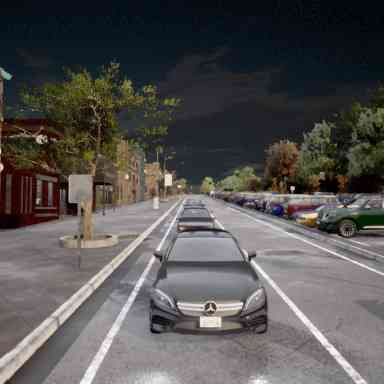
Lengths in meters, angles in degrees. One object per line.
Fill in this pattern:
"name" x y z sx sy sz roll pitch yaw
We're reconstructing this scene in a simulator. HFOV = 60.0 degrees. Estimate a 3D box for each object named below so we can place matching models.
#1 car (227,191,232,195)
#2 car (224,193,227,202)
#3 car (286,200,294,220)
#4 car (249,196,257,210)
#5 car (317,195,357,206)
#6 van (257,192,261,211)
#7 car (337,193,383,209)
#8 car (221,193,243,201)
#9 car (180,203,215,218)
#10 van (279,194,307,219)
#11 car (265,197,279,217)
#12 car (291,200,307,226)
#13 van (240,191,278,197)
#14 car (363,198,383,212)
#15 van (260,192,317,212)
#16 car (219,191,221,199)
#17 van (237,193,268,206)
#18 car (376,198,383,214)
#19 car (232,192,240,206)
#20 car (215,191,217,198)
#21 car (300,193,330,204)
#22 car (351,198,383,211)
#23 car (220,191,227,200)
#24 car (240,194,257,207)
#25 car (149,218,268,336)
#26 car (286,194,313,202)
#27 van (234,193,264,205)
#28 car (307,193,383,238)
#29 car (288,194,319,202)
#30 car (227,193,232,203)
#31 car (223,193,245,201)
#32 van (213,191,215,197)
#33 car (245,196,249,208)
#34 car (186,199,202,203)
"car" 9.001 1.139 59.161 4.553 1.767 2.185 0 1 0
"car" 8.946 1.280 61.966 4.674 1.452 2.002 0 1 0
"car" 9.238 1.506 22.712 4.674 1.452 2.002 0 0 0
"car" 9.162 1.470 36.730 4.792 1.488 2.163 0 0 0
"car" 22.292 1.332 51.385 5.366 1.575 1.946 0 1 0
"van" 9.270 1.222 33.927 4.442 1.987 1.878 0 0 0
"car" 22.139 1.153 43.055 5.566 2.045 2.435 0 0 0
"car" 8.836 1.014 73.177 4.553 1.767 2.185 0 1 0
"car" 0.190 1.532 17.476 2.033 1.411 5.357 0 0 0
"van" 9.332 1.237 25.516 4.442 1.987 1.878 0 0 0
"car" 9.189 1.460 28.318 5.008 1.535 2.097 0 0 0
"car" 9.071 1.466 19.907 5.366 1.575 1.946 0 0 0
"van" 9.188 1.163 45.148 4.442 1.987 1.878 0 0 0
"car" 22.178 1.469 37.499 4.792 1.488 2.163 0 0 0
"van" 9.057 1.230 31.124 4.442 1.987 1.878 0 0 0
"car" 8.880 0.938 67.569 5.566 2.045 2.435 0 1 0
"van" 9.147 1.114 50.752 4.442 1.987 1.878 0 1 0
"car" 22.412 1.444 34.728 5.366 1.575 1.946 0 0 0
"car" 9.023 1.113 47.947 5.566 2.045 2.435 0 1 0
"car" 8.800 1.065 81.587 5.008 1.535 2.097 0 1 0
"car" 22.076 1.136 59.711 4.553 1.767 2.185 0 1 0
"car" 22.216 1.452 40.282 4.792 1.488 2.163 0 0 0
"car" 8.900 0.963 64.766 5.566 2.045 2.435 0 1 0
"car" 9.099 1.409 42.341 4.892 1.521 2.231 0 0 0
"car" 0.251 1.524 6.898 1.812 1.442 4.674 0 0 0
"car" 21.990 1.188 68.039 4.892 1.521 2.231 0 1 0
"van" 9.127 1.089 53.555 4.442 1.987 1.878 0 1 0
"car" 9.248 1.221 17.105 5.566 2.045 2.435 0 0 0
"car" 21.820 1.209 65.261 5.366 1.575 1.946 0 0 0
"car" 8.983 1.291 56.360 4.892 1.521 2.231 0 1 0
"car" 8.856 1.039 70.373 4.553 1.767 2.185 0 1 0
"van" 8.628 0.764 89.994 4.442 1.987 1.878 0 1 0
"car" 9.110 1.466 39.538 4.674 1.452 2.002 0 0 0
"car" 0.211 1.440 30.438 2.128 1.511 4.902 0 0 0
